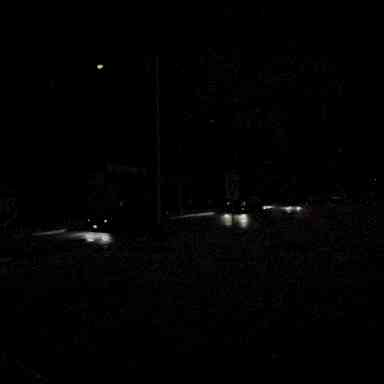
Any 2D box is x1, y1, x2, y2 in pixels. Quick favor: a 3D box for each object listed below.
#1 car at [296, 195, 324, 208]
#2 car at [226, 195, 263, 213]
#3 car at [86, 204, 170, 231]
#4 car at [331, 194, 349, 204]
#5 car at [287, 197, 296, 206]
[{"bbox_3d":[14.439,1.109,39.859,1.837,1.490,4.892,-2,-1,35],"label":"car"},{"bbox_3d":[5.047,1.070,31.747,2.097,1.767,4.553,-2,-1,36],"label":"car"},{"bbox_3d":[-3.561,1.400,19.642,2.033,1.411,5.357,-2,0,35],"label":"car"},{"bbox_3d":[23.191,1.080,52.162,2.128,1.511,4.902,-2,-1,36],"label":"car"},{"bbox_3d":[14.337,1.264,44.645,1.895,1.301,4.718,-2,-1,36],"label":"car"}]
